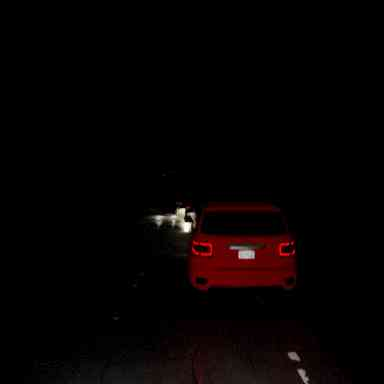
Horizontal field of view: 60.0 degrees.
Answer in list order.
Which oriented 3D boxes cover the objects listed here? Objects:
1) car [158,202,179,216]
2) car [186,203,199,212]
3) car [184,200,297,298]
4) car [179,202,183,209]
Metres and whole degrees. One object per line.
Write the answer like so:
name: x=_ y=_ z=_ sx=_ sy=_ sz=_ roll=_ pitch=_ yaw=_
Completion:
car: x=-2.774 y=1.841 z=37.782 sx=1.882 sy=1.535 sz=5.008 roll=0 pitch=-1 yaw=0
car: x=0.095 y=2.215 z=48.476 sx=1.895 sy=1.301 sz=4.718 roll=0 pitch=-1 yaw=0
car: x=0.979 y=1.219 z=8.618 sx=2.150 sy=2.045 sz=5.566 roll=0 pitch=0 yaw=0
car: x=-2.618 y=2.632 z=66.488 sx=1.882 sy=1.535 sz=5.008 roll=0 pitch=-2 yaw=0
